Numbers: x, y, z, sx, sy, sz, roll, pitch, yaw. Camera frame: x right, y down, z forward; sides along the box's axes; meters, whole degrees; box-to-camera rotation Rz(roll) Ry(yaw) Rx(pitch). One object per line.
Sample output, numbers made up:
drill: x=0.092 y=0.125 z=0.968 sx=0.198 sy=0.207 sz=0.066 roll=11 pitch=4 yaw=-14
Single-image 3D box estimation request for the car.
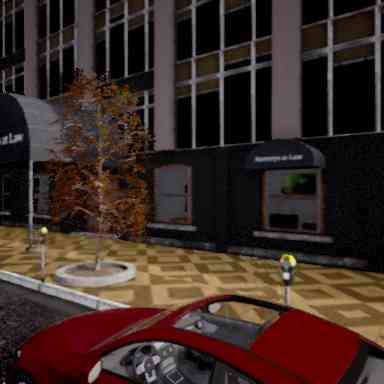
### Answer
car: x=0.142 y=1.580 z=2.774 sx=4.206 sy=1.307 sz=1.802 roll=0 pitch=0 yaw=36
